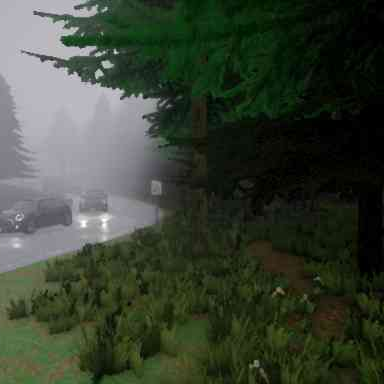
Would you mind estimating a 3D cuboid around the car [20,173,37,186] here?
[{"bbox_3d":[-25.829,-2.140,52.411,2.150,2.045,5.566,0,5,-30],"label":"car"}]

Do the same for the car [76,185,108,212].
[{"bbox_3d":[-8.119,0.584,27.702,2.097,1.767,4.553,0,4,-14],"label":"car"}]

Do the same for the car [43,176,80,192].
[{"bbox_3d":[-15.049,-0.689,38.691,5.566,2.045,2.150,6,4,37],"label":"car"}]

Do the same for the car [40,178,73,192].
[{"bbox_3d":[-18.492,-0.961,45.360,4.892,1.490,1.837,6,4,38],"label":"car"}]

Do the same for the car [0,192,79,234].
[{"bbox_3d":[-8.505,1.134,17.855,2.097,1.767,4.553,0,2,15],"label":"car"}]
